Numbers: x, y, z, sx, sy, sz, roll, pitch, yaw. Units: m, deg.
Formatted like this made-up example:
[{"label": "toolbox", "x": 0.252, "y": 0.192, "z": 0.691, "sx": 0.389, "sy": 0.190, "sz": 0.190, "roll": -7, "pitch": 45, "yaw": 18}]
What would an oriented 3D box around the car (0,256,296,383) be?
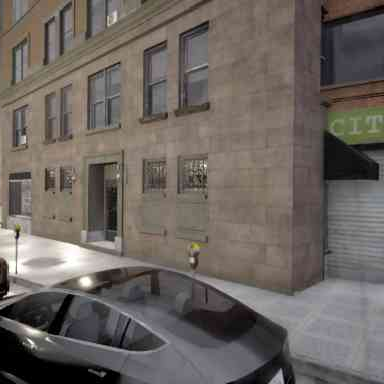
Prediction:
[{"label": "car", "x": -1.039, "y": 1.565, "z": 3.814, "sx": 4.313, "sy": 1.339, "sz": 1.947, "roll": 0, "pitch": 1, "yaw": 35}]
